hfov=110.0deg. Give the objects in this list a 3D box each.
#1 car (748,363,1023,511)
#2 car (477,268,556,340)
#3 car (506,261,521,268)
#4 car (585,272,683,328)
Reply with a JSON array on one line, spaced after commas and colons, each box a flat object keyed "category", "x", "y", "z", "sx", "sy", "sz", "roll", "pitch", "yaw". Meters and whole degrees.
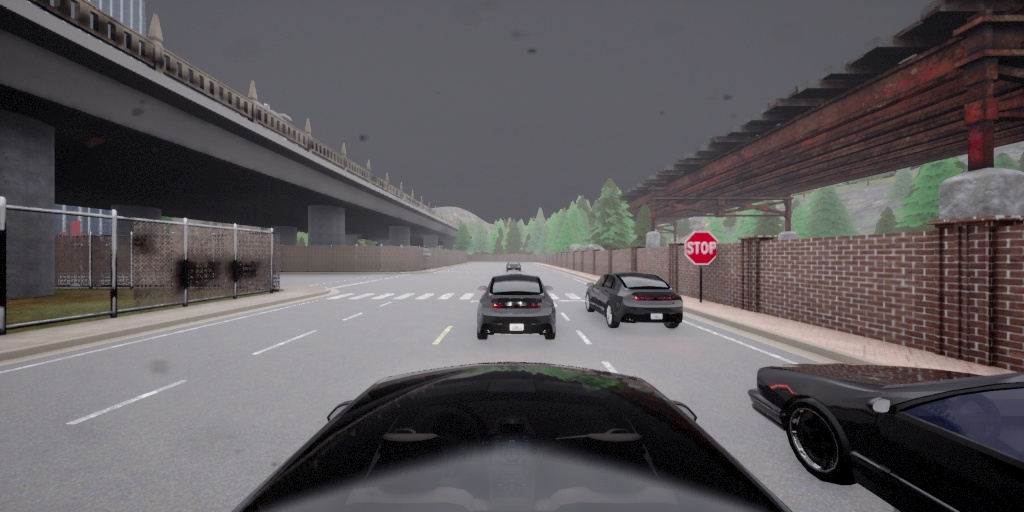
[{"category": "car", "x": 3.600, "y": 1.297, "z": 1.588, "sx": 2.033, "sy": 1.411, "sz": 5.357, "roll": 0, "pitch": 0, "yaw": 0}, {"category": "car", "x": 0.103, "y": 1.255, "z": 9.977, "sx": 1.837, "sy": 1.490, "sz": 4.892, "roll": 0, "pitch": 0, "yaw": 0}, {"category": "car", "x": 0.205, "y": 1.351, "z": 46.264, "sx": 1.895, "sy": 1.301, "sz": 4.718, "roll": 0, "pitch": 0, "yaw": -1}, {"category": "car", "x": 3.605, "y": 1.255, "z": 11.334, "sx": 1.837, "sy": 1.490, "sz": 4.892, "roll": 0, "pitch": 0, "yaw": 0}]
